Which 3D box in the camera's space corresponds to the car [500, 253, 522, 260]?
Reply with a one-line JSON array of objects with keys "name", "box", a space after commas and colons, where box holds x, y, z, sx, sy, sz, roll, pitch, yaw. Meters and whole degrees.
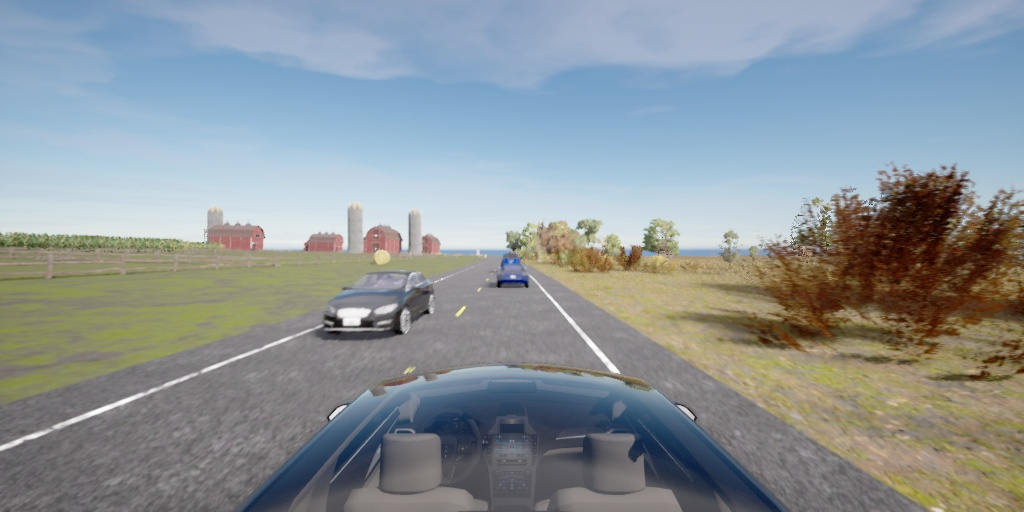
[{"name": "car", "box": [-0.136, 0.656, 39.228, 2.150, 2.045, 5.566, 0, 1, 0]}]

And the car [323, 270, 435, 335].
[{"name": "car", "box": [-3.509, 1.167, 10.319, 2.128, 1.511, 4.902, 0, 0, 0]}]

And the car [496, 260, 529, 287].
[{"name": "car", "box": [0.040, 1.135, 22.643, 1.994, 1.385, 4.181, 0, 1, 0]}]
